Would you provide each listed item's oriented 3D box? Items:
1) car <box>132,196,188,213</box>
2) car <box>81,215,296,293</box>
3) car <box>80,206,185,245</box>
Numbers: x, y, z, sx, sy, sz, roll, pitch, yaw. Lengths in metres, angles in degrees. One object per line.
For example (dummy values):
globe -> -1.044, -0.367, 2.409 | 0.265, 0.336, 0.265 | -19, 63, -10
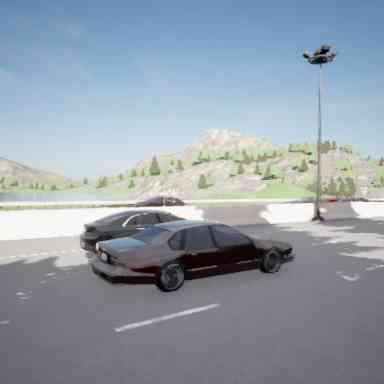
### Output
car -> -2.962, 1.108, 31.197 | 4.892, 1.490, 1.837 | 1, 0, -31
car -> 0.227, 1.444, 8.526 | 5.357, 1.411, 2.033 | 0, 1, -32
car -> -1.272, 1.354, 11.394 | 4.892, 1.490, 1.837 | 0, 0, -34
